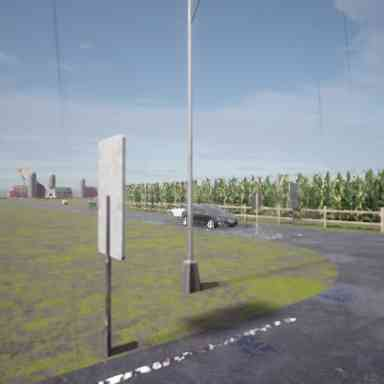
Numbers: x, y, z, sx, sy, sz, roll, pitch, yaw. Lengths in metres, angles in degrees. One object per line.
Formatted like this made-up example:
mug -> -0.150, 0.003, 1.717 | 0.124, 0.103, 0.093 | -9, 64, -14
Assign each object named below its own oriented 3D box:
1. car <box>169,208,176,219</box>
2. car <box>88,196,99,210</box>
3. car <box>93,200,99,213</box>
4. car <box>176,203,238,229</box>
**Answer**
car -> -0.354, 1.757, 30.236 | 1.812, 1.442, 4.674 | 0, -1, -34
car -> -13.752, 1.674, 49.743 | 2.150, 2.045, 5.566 | 0, 0, -34
car -> -9.338, 1.928, 38.147 | 1.895, 1.301, 4.718 | 0, -1, -34
car -> 1.120, 1.662, 22.864 | 1.837, 1.490, 4.892 | 0, -1, -34
